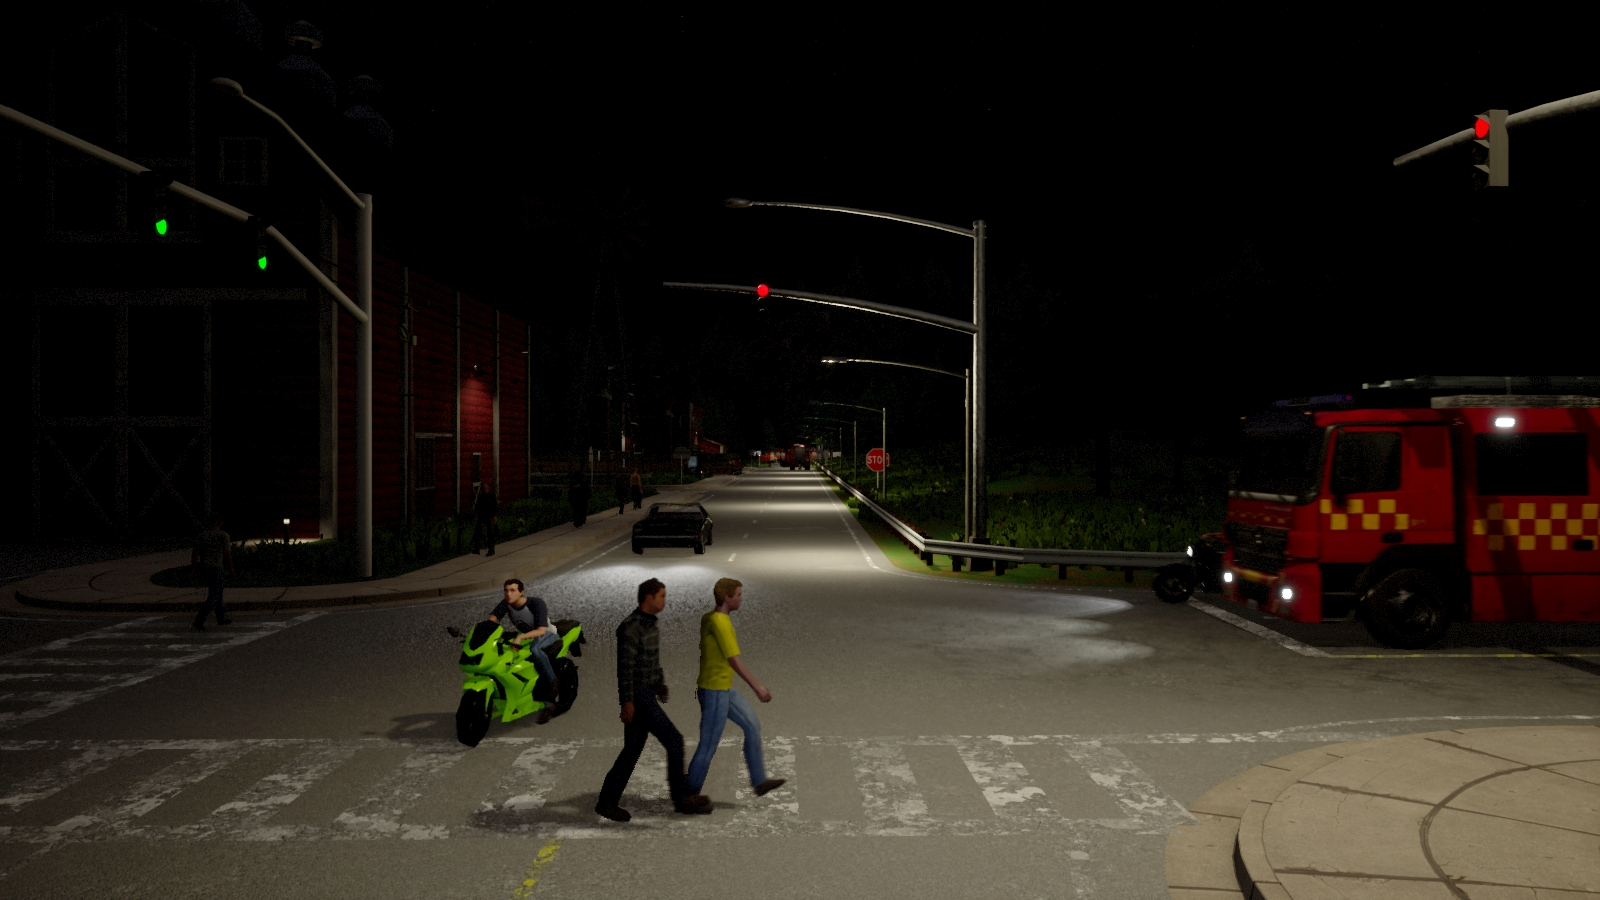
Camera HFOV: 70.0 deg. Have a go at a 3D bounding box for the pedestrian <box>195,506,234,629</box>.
[{"bbox_3d":[-9.081,1.810,17.723,0.375,1.860,0.375,0,0,11],"label":"pedestrian"}]

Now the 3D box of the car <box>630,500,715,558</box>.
[{"bbox_3d":[-3.455,2.136,31.771,1.895,1.301,4.718,0,0,0],"label":"car"}]

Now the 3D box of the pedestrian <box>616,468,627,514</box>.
[{"bbox_3d":[-7.273,1.668,46.643,0.375,1.860,0.375,0,0,1],"label":"pedestrian"}]

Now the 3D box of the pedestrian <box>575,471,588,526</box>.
[{"bbox_3d":[-7.502,1.670,39.161,0.375,1.860,0.375,0,0,-1],"label":"pedestrian"}]

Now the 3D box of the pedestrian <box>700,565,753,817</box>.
[{"bbox_3d":[-0.572,1.838,8.825,0.375,1.860,0.375,0,0,-9],"label":"pedestrian"}]

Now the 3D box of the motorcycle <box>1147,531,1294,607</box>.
[{"bbox_3d":[7.524,2.130,20.526,2.356,1.277,0.764,0,0,1],"label":"motorcycle"}]

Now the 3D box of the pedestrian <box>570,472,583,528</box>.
[{"bbox_3d":[-7.499,1.673,38.360,0.375,1.860,0.375,0,0,-2],"label":"pedestrian"}]

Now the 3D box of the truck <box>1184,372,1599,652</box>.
[{"bbox_3d":[10.479,0.854,17.124,8.468,3.827,2.891,0,0,-1],"label":"truck"}]

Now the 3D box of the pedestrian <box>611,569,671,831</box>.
[{"bbox_3d":[-1.180,1.837,8.495,0.375,1.860,0.375,0,0,3],"label":"pedestrian"}]

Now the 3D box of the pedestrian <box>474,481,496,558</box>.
[{"bbox_3d":[-7.662,1.679,27.794,0.375,1.860,0.375,0,0,20],"label":"pedestrian"}]
